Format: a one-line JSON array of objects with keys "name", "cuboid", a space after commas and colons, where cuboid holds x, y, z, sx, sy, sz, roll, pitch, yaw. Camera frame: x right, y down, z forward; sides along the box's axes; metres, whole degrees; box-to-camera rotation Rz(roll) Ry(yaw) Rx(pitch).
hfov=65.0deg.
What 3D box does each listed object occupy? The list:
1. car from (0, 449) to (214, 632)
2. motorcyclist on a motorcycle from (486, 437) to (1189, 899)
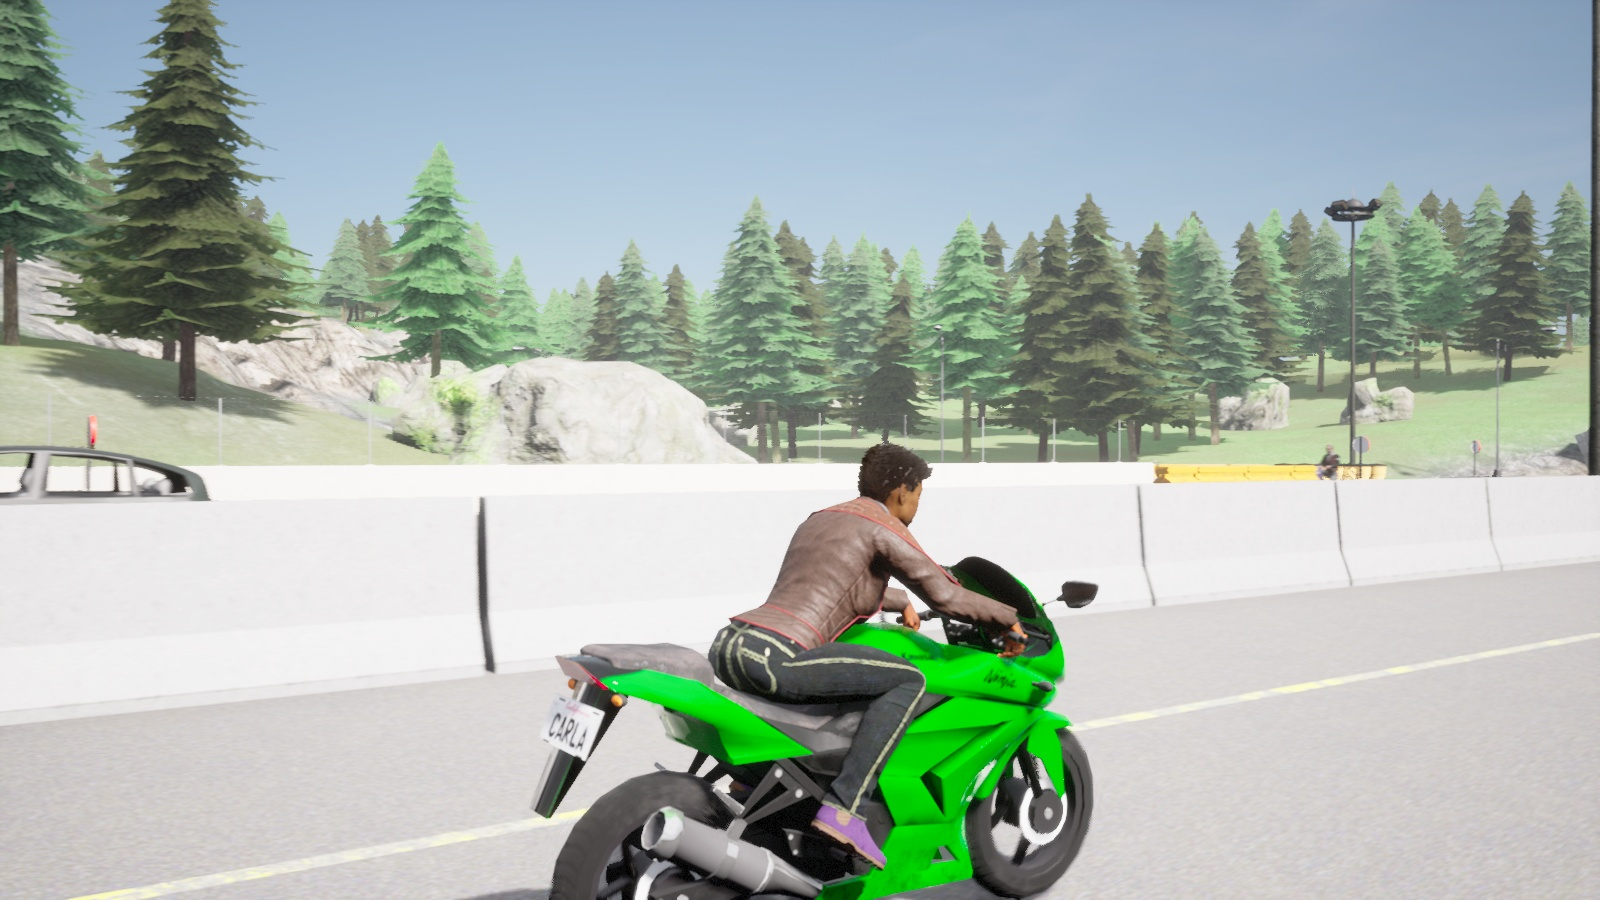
[{"name": "car", "cuboid": [-7.446, 0.769, 11.269, 3.705, 1.549, 1.789, 0, 0, -35]}, {"name": "motorcyclist on a motorcycle", "cuboid": [0.184, 0.736, 3.787, 2.044, 1.523, 0.797, 0, 0, -35]}]
